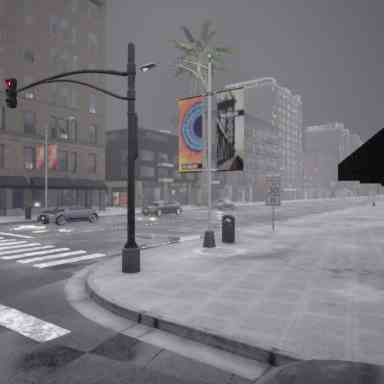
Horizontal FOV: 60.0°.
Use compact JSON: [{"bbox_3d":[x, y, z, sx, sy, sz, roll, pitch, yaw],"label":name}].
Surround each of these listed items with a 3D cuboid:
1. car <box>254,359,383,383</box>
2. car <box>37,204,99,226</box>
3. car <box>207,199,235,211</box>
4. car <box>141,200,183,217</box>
[{"bbox_3d":[2.141,1.551,1.323,4.403,1.369,2.008,0,0,35],"label":"car"},{"bbox_3d":[-8.810,1.580,23.852,1.994,1.385,4.181,0,0,35],"label":"car"},{"bbox_3d":[3.729,1.583,41.631,1.812,1.442,4.674,0,0,35],"label":"car"},{"bbox_3d":[-2.853,1.539,32.308,1.837,1.490,4.892,0,0,35],"label":"car"}]
